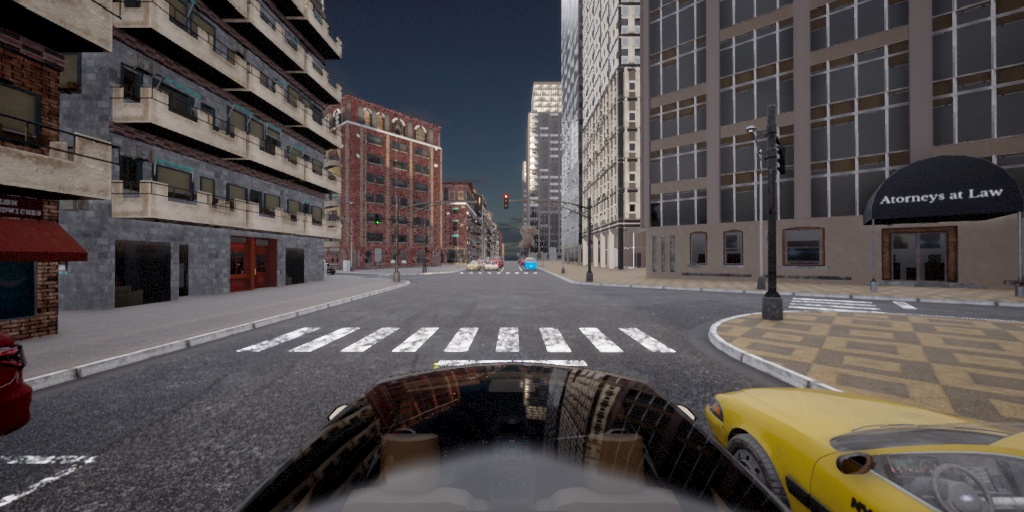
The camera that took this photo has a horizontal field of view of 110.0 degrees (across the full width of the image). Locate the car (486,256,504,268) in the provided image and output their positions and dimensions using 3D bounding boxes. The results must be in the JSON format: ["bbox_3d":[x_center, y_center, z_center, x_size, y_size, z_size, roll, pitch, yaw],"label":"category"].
[{"bbox_3d":[-2.851,1.029,59.712,2.150,2.045,5.566,0,0,0],"label":"car"}]

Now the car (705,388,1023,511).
[{"bbox_3d":[2.566,1.275,1.271,1.751,1.417,4.829,0,0,0],"label":"car"}]

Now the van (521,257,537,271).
[{"bbox_3d":[2.549,1.129,50.094,1.690,1.789,3.998,0,0,0],"label":"van"}]

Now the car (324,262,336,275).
[{"bbox_3d":[-22.364,1.450,41.791,4.892,1.490,1.837,-1,-1,41],"label":"car"}]

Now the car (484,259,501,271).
[{"bbox_3d":[-2.865,1.389,50.205,1.895,1.301,4.718,0,0,-2],"label":"car"}]

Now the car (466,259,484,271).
[{"bbox_3d":[-5.331,1.313,49.921,1.751,1.417,4.829,0,0,0],"label":"car"}]

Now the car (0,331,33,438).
[{"bbox_3d":[-5.314,1.065,1.092,2.192,1.841,5.009,0,0,0],"label":"car"}]
